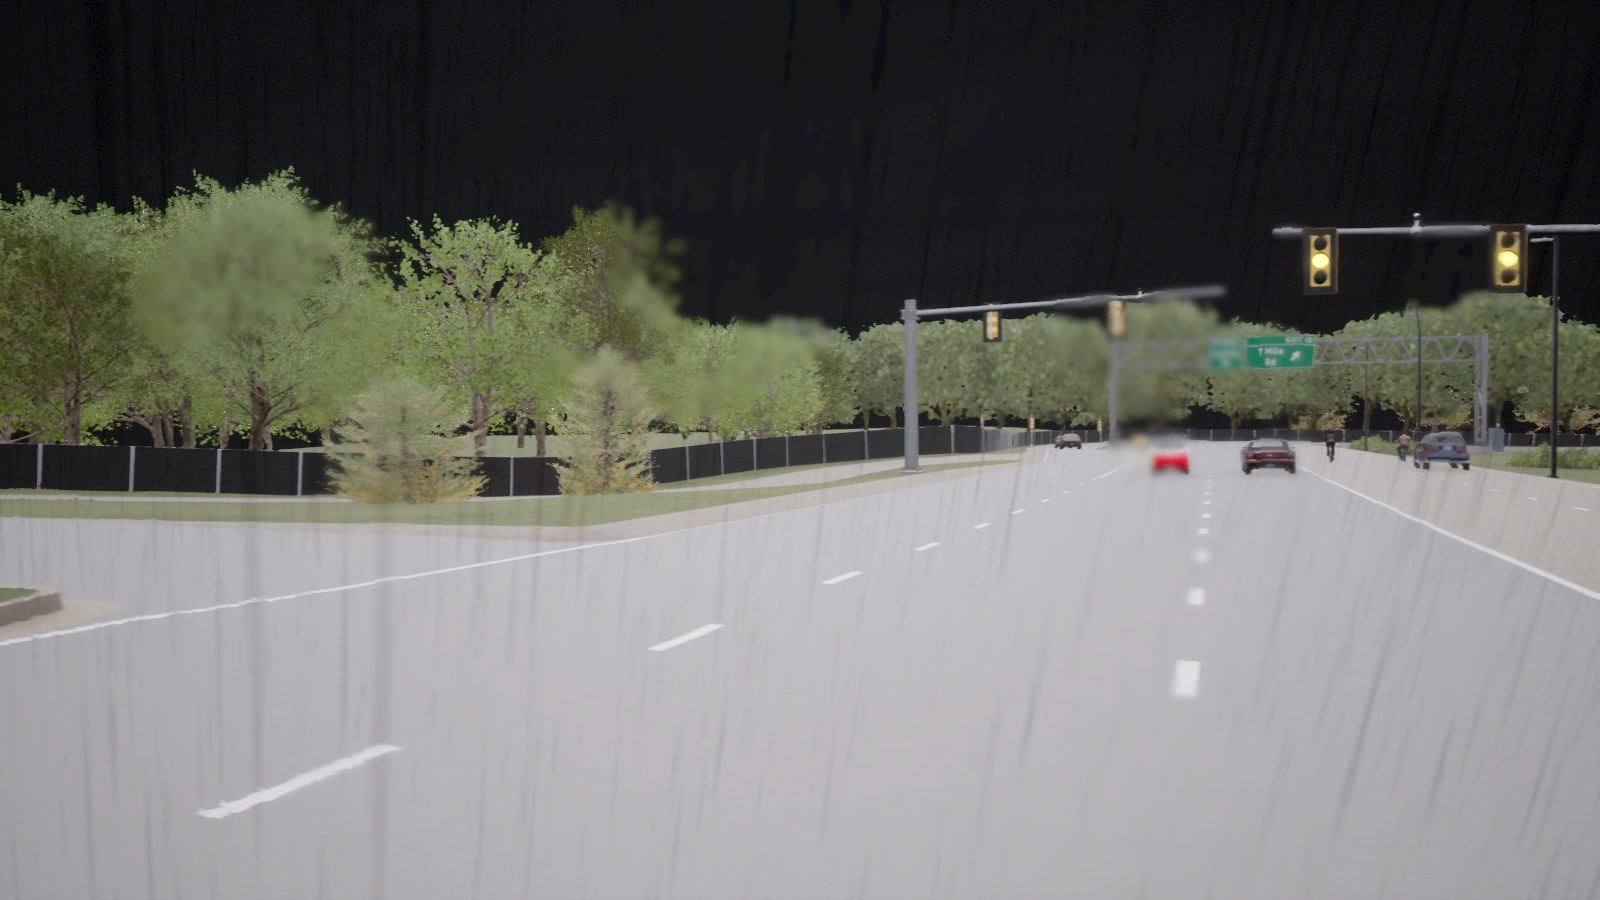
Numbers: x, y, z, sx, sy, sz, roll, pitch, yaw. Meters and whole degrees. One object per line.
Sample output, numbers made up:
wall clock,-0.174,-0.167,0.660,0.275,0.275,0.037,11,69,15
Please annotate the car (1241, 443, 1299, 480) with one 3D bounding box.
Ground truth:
car,17.909,0.393,48.023,1.895,1.301,4.718,1,1,18

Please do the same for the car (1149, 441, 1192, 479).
car,13.872,0.346,46.982,1.481,1.376,2.207,1,1,18

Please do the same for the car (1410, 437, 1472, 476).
car,26.856,0.241,52.706,1.789,1.549,3.705,1,1,18
